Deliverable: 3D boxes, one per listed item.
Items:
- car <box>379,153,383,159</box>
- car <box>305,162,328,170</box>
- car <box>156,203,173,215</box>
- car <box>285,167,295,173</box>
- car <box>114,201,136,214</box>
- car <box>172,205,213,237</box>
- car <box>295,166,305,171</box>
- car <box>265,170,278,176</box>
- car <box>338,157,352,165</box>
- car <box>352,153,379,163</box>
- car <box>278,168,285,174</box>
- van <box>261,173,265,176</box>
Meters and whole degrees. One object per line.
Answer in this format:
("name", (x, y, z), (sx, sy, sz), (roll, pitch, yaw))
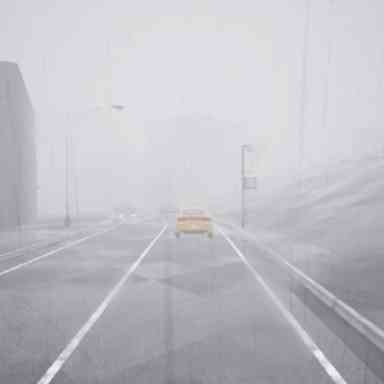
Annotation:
("car", (22.095, -3.823, 34.463), (2.002, 1.452, 4.674), (0, 1, -2))
("car", (21.495, -4.296, 56.459), (2.185, 1.767, 4.553), (0, 1, -1))
("car", (-2.966, 1.964, 38.746), (1.994, 1.385, 4.181), (0, -1, -16))
("car", (21.252, -4.426, 67.625), (2.185, 1.767, 4.553), (0, 1, -1))
("car", (-8.908, 1.979, 44.082), (2.097, 1.767, 4.553), (-1, -2, -24))
("car", (0.076, 1.541, 18.462), (1.882, 1.535, 5.008), (0, -1, 0))
("car", (21.375, -4.194, 61.953), (2.002, 1.452, 4.674), (0, 1, -1))
("car", (20.891, -4.469, 84.159), (2.231, 1.521, 4.892), (0, 1, -1))
("car", (21.733, -4.038, 45.522), (2.231, 1.521, 4.892), (0, 1, -1))
("car", (21.861, -3.960, 40.005), (2.231, 1.521, 4.892), (0, 1, -1))
("car", (21.132, -4.486, 73.144), (2.185, 1.767, 4.553), (0, 1, -1))
("van", (20.774, -4.742, 89.553), (1.878, 1.987, 4.442), (0, 0, -1))
